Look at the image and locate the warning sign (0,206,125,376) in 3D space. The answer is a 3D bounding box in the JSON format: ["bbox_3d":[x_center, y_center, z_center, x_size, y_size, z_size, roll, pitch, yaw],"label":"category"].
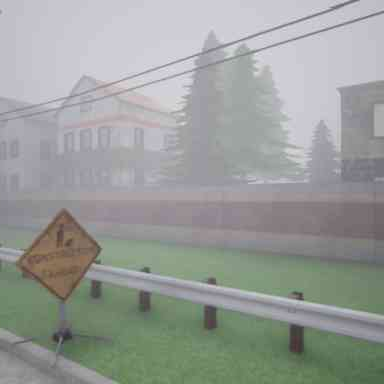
[{"bbox_3d":[-1.791,1.153,4.593,1.060,1.860,1.300,-1,0,35],"label":"warning sign"}]
